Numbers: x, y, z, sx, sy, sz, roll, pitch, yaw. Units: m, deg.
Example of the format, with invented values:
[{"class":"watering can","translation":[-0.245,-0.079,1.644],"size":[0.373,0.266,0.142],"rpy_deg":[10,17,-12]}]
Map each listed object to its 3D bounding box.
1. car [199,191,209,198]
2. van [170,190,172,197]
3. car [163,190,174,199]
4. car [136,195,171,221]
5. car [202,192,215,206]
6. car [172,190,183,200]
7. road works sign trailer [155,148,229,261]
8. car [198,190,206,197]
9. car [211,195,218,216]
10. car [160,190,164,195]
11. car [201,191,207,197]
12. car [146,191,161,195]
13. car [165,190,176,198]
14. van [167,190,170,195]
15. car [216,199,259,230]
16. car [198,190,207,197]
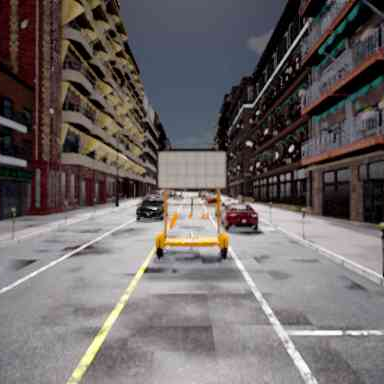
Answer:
[{"class":"car","translation":[2.692,0.567,74.126],"size":[1.967,1.590,4.097],"rpy_deg":[1,1,0]},{"class":"van","translation":[-5.208,0.580,63.135],"size":[1.690,1.788,3.998],"rpy_deg":[1,1,0]},{"class":"car","translation":[-5.193,0.442,74.195],"size":[2.192,1.841,5.009],"rpy_deg":[1,1,0]},{"class":"car","translation":[-2.819,1.191,23.873],"size":[1.837,1.490,4.892],"rpy_deg":[0,1,0]},{"class":"car","translation":[2.638,1.028,40.943],"size":[1.887,1.381,4.507],"rpy_deg":[1,1,0]},{"class":"car","translation":[-2.698,0.719,64.332],"size":[2.128,1.511,4.902],"rpy_deg":[0,1,1]},{"class":"road works sign trailer","translation":[0.005,0.308,11.499],"size":[2.380,3.560,2.880],"rpy_deg":[0,1,0]},{"class":"car","translation":[2.668,0.783,63.065],"size":[1.887,1.381,4.507],"rpy_deg":[1,1,0]},{"class":"car","translation":[2.617,1.203,24.524],"size":[1.752,1.417,4.829],"rpy_deg":[1,1,0]},{"class":"car","translation":[-5.229,0.734,46.545],"size":[2.192,1.841,5.009],"rpy_deg":[2,1,0]},{"class":"car","translation":[2.645,0.970,46.474],"size":[2.008,1.369,4.403],"rpy_deg":[1,1,0]},{"class":"car","translation":[-5.242,1.010,40.846],"size":[1.752,1.417,4.829],"rpy_deg":[2,1,0]},{"class":"car","translation":[-5.185,0.388,79.725],"size":[2.192,1.841,5.009],"rpy_deg":[1,1,0]},{"class":"van","translation":[-5.215,0.637,57.603],"size":[1.690,1.788,3.998],"rpy_deg":[2,1,0]},{"class":"car","translation":[2.609,1.294,18.822],"size":[1.887,1.381,4.507],"rpy_deg":[1,1,0]},{"class":"car","translation":[2.668,0.335,85.186],"size":[2.192,1.841,5.009],"rpy_deg":[1,1,0]}]
